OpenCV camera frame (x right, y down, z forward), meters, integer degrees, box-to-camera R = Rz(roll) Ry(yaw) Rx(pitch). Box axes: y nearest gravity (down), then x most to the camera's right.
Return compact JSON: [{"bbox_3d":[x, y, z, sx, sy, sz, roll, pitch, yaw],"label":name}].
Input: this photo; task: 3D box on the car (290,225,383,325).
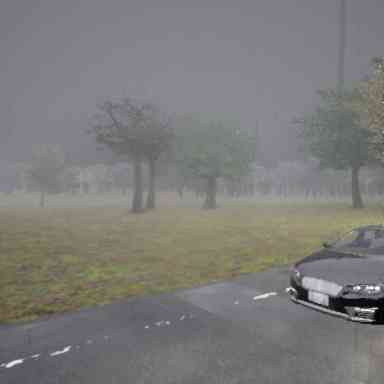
[{"bbox_3d":[4.073,1.472,6.894,4.902,1.511,2.128,0,0,-35],"label":"car"}]
